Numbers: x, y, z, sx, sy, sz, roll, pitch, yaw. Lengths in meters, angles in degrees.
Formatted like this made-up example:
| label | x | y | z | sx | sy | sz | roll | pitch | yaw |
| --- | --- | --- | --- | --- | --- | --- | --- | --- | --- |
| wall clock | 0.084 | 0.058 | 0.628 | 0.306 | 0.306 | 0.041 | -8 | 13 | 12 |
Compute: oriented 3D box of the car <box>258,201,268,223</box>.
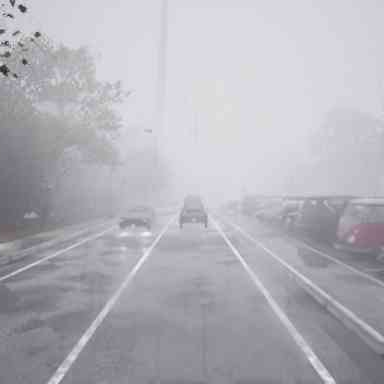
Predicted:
| label | x | y | z | sx | sy | sz | roll | pitch | yaw |
| --- | --- | --- | --- | --- | --- | --- | --- | --- | --- |
| car | 7.077 | 1.511 | 21.929 | 4.674 | 1.452 | 2.002 | 0 | -1 | 0 |

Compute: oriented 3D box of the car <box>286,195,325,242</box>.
| label | x | y | z | sx | sy | sz | roll | pitch | yaw |
| --- | --- | --- | --- | --- | --- | --- | --- | --- | --- |
| car | 7.089 | 1.155 | 13.619 | 5.566 | 2.045 | 2.435 | 0 | 0 | 0 |

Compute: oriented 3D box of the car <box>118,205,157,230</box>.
| label | x | y | z | sx | sy | sz | roll | pitch | yaw |
| --- | --- | --- | --- | --- | --- | --- | --- | --- | --- |
| car | -3.344 | 1.556 | 21.547 | 2.033 | 1.411 | 5.357 | 0 | 0 | 0 |

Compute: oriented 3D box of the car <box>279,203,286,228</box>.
| label | x | y | z | sx | sy | sz | roll | pitch | yaw |
| --- | --- | --- | --- | --- | --- | --- | --- | --- | --- |
| car | 7.095 | 1.447 | 16.371 | 4.792 | 1.488 | 2.163 | 0 | 0 | 0 |

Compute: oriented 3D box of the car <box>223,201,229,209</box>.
| label | x | y | z | sx | sy | sz | roll | pitch | yaw |
| --- | --- | --- | --- | --- | --- | --- | --- | --- | --- |
| car | 7.078 | 1.406 | 41.364 | 5.566 | 2.045 | 2.435 | 0 | -1 | 0 |

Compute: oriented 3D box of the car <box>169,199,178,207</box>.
| label | x | y | z | sx | sy | sz | roll | pitch | yaw |
| --- | --- | --- | --- | --- | --- | --- | --- | --- | --- |
| car | -3.225 | 2.113 | 63.571 | 1.882 | 1.535 | 5.008 | 0 | -2 | 1 |

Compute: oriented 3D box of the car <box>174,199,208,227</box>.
| label | x | y | z | sx | sy | sz | roll | pitch | yaw |
| --- | --- | --- | --- | --- | --- | --- | --- | --- | --- |
| car | 0.108 | 1.508 | 22.851 | 2.128 | 1.511 | 4.902 | 0 | 0 | 0 |

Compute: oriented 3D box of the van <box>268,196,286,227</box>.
| label | x | y | z | sx | sy | sz | roll | pitch | yaw |
| --- | --- | --- | --- | --- | --- | --- | --- | --- | --- |
| van | 6.953 | 1.219 | 19.155 | 4.442 | 1.987 | 1.878 | 0 | -1 | 0 |

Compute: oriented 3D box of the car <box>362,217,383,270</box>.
| label | x | y | z | sx | sy | sz | roll | pitch | yaw |
| --- | --- | --- | --- | --- | --- | --- | --- | --- | --- |
| car | 7.055 | 1.483 | 8.069 | 4.674 | 1.452 | 2.002 | 0 | 0 | 0 |

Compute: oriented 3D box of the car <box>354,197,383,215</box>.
| label | x | y | z | sx | sy | sz | roll | pitch | yaw |
| --- | --- | --- | --- | --- | --- | --- | --- | --- | --- |
| car | 20.145 | 1.474 | 35.591 | 4.553 | 1.767 | 2.185 | 0 | -1 | 0 |

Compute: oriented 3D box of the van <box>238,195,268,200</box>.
| label | x | y | z | sx | sy | sz | roll | pitch | yaw |
| --- | --- | --- | --- | --- | --- | --- | --- | --- | --- |
| van | 7.210 | 1.352 | 33.035 | 4.442 | 1.987 | 1.878 | 0 | -1 | 0 |

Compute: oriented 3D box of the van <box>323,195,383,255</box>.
| label | x | y | z | sx | sy | sz | roll | pitch | yaw |
| --- | --- | --- | --- | --- | --- | --- | --- | --- | --- |
| van | 6.940 | 1.199 | 10.843 | 4.442 | 1.987 | 1.878 | 0 | 0 | 0 |

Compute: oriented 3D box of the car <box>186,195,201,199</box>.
| label | x | y | z | sx | sy | sz | roll | pitch | yaw |
| --- | --- | --- | --- | --- | --- | --- | --- | --- | --- |
| car | 0.127 | 1.388 | 40.104 | 2.150 | 2.045 | 5.566 | 0 | 0 | 0 |

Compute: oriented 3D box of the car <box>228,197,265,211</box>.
| label | x | y | z | sx | sy | sz | roll | pitch | yaw |
| --- | --- | --- | --- | --- | --- | --- | --- | --- | --- |
| car | 7.142 | 1.561 | 44.134 | 4.553 | 1.767 | 2.185 | 0 | -1 | 0 |

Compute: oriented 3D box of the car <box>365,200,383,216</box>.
| label | x | y | z | sx | sy | sz | roll | pitch | yaw |
| --- | --- | --- | --- | --- | --- | --- | --- | --- | --- |
| car | 20.167 | 1.574 | 32.945 | 5.008 | 1.535 | 2.097 | 0 | -1 | 0 |

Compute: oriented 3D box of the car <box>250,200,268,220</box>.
| label | x | y | z | sx | sy | sz | roll | pitch | yaw |
| --- | --- | --- | --- | --- | --- | --- | --- | --- | --- |
| car | 7.049 | 1.527 | 24.706 | 4.792 | 1.488 | 2.163 | 0 | -1 | 0 |

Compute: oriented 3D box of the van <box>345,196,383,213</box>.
| label | x | y | z | sx | sy | sz | roll | pitch | yaw |
| --- | --- | --- | --- | --- | --- | --- | --- | --- | --- |
| van | 20.298 | 1.400 | 38.362 | 4.442 | 1.987 | 1.878 | 0 | -1 | 0 |

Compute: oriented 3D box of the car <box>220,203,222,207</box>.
| label | x | y | z | sx | sy | sz | roll | pitch | yaw |
| --- | --- | --- | --- | --- | --- | --- | --- | --- | --- |
| car | 7.126 | 1.764 | 49.681 | 4.892 | 1.521 | 2.231 | 0 | -1 | 0 |

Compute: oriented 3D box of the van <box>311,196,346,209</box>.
| label | x | y | z | sx | sy | sz | roll | pitch | yaw |
| --- | --- | --- | --- | --- | --- | --- | --- | --- | --- |
| van | 20.317 | 1.533 | 49.560 | 4.442 | 1.987 | 1.878 | 0 | -1 | 0 |

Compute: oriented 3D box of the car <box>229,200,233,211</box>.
| label | x | y | z | sx | sy | sz | roll | pitch | yaw |
| --- | --- | --- | --- | --- | --- | --- | --- | --- | --- |
| car | 7.131 | 1.660 | 38.585 | 4.792 | 1.488 | 2.163 | 0 | -1 | 0 |

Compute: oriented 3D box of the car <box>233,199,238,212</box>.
| label | x | y | z | sx | sy | sz | roll | pitch | yaw |
| --- | --- | --- | --- | --- | --- | --- | --- | --- | --- |
| car | 7.100 | 1.644 | 35.809 | 4.674 | 1.452 | 2.002 | 0 | -1 | 0 |

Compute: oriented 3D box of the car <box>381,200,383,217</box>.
| label | x | y | z | sx | sy | sz | roll | pitch | yaw |
| --- | --- | --- | --- | --- | --- | --- | --- | --- | --- |
| car | 20.163 | 1.547 | 30.049 | 5.008 | 1.535 | 2.097 | 0 | -1 | 0 |

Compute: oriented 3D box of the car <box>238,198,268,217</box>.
| label | x | y | z | sx | sy | sz | roll | pitch | yaw |
| --- | --- | --- | --- | --- | --- | --- | --- | --- | --- |
| car | 7.094 | 1.551 | 30.257 | 5.008 | 1.535 | 2.097 | 0 | -1 | 0 |
